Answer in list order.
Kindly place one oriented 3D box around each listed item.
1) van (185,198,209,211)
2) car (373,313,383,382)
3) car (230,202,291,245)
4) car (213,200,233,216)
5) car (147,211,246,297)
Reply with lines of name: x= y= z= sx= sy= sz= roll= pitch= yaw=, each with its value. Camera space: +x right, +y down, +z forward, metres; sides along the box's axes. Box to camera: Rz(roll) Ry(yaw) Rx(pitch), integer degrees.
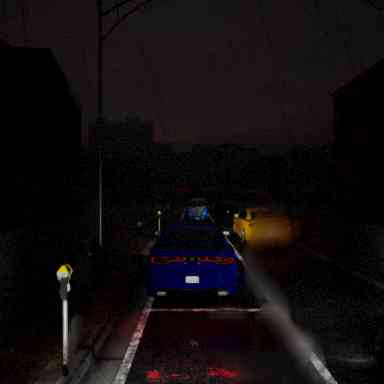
van: x=0.374 y=1.345 z=25.499 sx=1.690 sy=1.788 sz=3.998 roll=-1 pitch=0 yaw=0
car: x=3.120 y=1.351 z=1.958 sx=2.097 sy=1.767 sz=4.553 roll=0 pitch=0 yaw=0
car: x=3.122 y=1.478 z=15.597 sx=1.882 sy=1.535 sz=5.008 roll=0 pitch=0 yaw=0
car: x=3.025 y=1.484 z=30.287 sx=1.882 sy=1.535 sz=5.008 roll=0 pitch=0 yaw=0
car: x=0.006 y=1.477 z=8.651 sx=1.882 sy=1.535 sz=5.008 roll=0 pitch=0 yaw=0
